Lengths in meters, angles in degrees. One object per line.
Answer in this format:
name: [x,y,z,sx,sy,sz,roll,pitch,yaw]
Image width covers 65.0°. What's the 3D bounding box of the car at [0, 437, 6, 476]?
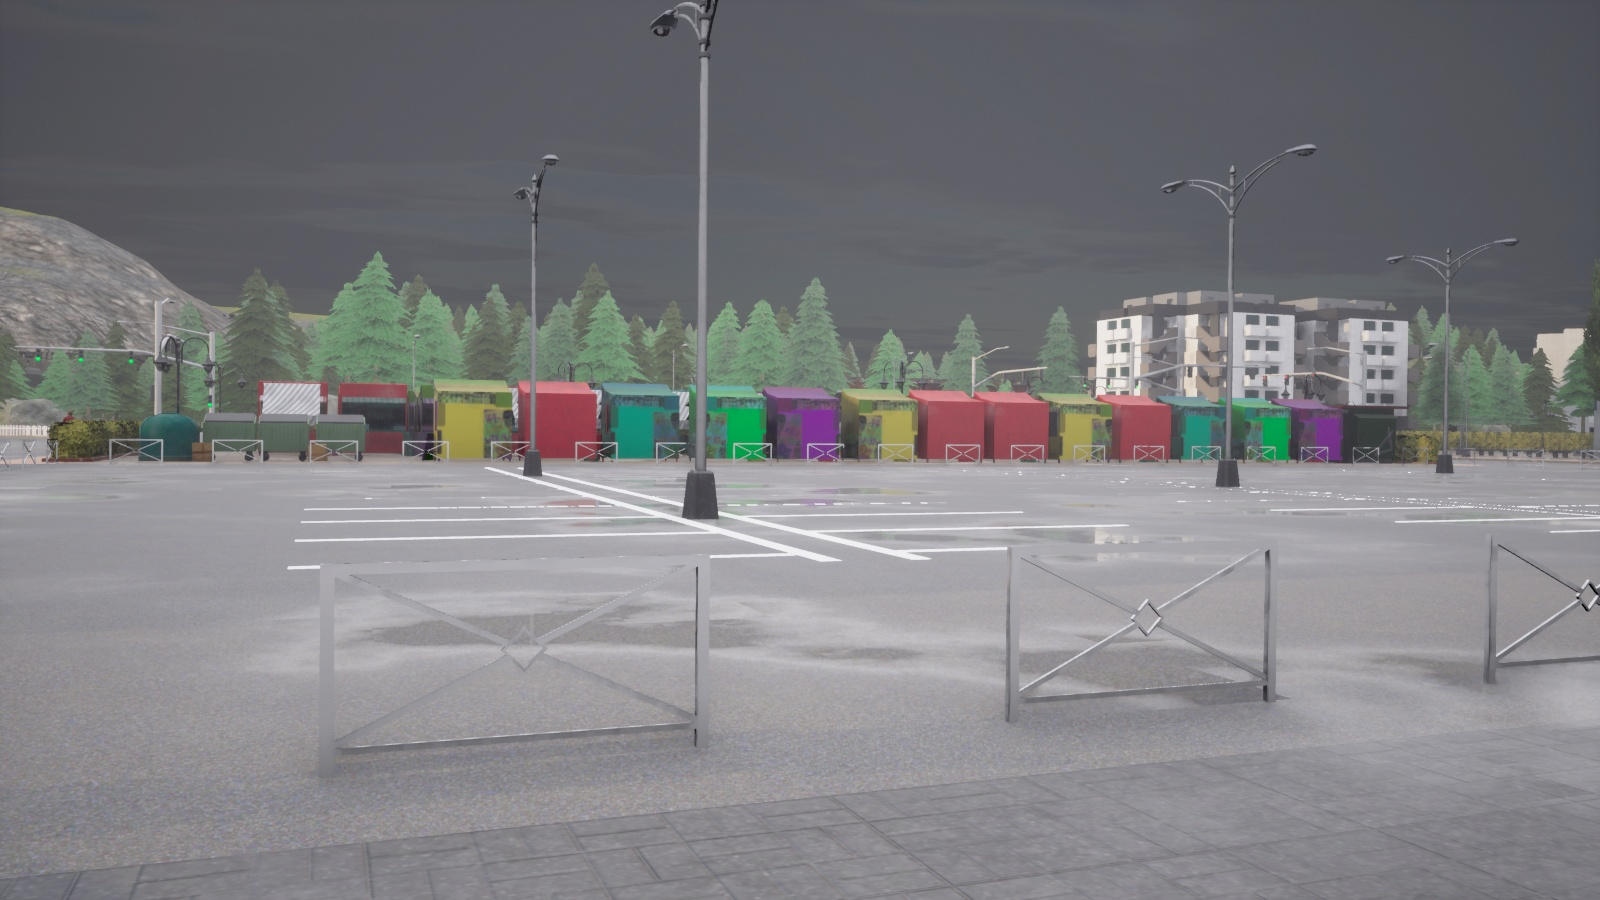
car: [-32.148,0.280,48.472,1.789,1.549,3.705,-1,1,-21]
